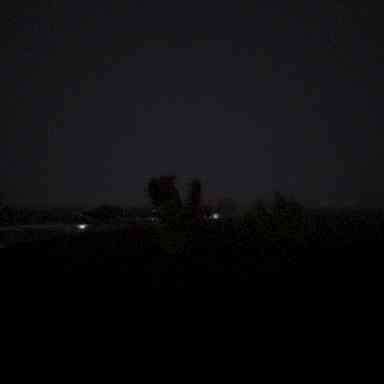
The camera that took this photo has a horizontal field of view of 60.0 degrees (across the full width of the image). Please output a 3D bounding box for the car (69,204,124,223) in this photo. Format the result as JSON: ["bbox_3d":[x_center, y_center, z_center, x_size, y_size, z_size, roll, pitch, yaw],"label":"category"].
[{"bbox_3d":[-8.171,1.818,28.837,1.882,1.535,5.008,-1,-1,36],"label":"car"}]

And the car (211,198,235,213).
[{"bbox_3d":[3.829,1.787,45.505,2.150,2.045,5.566,-1,-1,36],"label":"car"}]
